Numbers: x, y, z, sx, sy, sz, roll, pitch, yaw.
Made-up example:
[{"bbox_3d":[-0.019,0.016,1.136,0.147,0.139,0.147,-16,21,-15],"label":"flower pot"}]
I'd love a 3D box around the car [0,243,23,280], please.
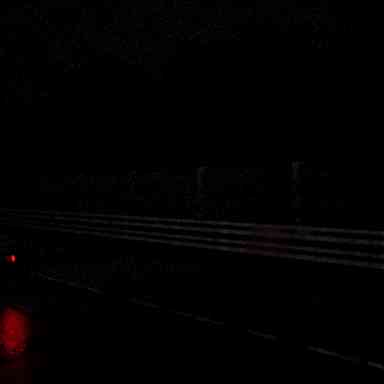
[{"bbox_3d":[-6.464,1.608,8.674,4.718,1.301,1.895,0,0,36],"label":"car"}]
